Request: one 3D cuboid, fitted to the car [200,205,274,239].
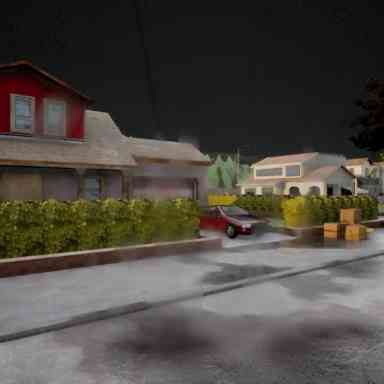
[{"bbox_3d":[1.530,1.356,16.517,2.033,1.415,5.357,0,0,-33],"label":"car"}]
